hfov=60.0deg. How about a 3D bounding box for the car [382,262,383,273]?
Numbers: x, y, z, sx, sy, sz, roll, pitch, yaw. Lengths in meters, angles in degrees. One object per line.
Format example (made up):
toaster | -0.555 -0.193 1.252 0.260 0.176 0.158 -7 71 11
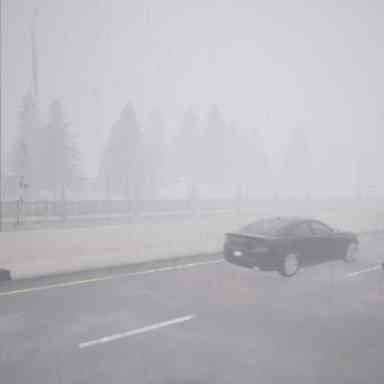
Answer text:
car | 7.124 1.576 8.835 5.357 1.411 2.033 0 0 -36

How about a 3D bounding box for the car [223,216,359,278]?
car | 3.233 1.500 10.355 5.008 1.535 1.882 0 0 -36
